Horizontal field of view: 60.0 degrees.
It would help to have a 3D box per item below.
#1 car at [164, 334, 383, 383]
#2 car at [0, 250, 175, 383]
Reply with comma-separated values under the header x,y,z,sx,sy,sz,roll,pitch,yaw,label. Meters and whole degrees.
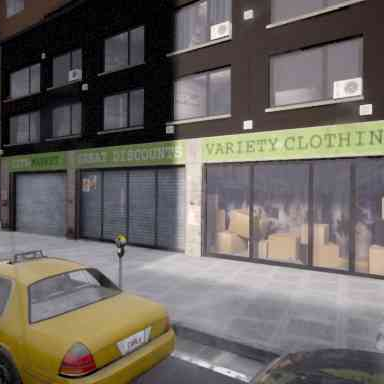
x,y,z,sx,sy,sz,roll,pitch,yaw,label
2.239,1.551,1.527,4.403,1.369,2.008,0,1,35,car
-2.499,1.524,4.796,4.829,1.417,1.752,0,1,35,car
